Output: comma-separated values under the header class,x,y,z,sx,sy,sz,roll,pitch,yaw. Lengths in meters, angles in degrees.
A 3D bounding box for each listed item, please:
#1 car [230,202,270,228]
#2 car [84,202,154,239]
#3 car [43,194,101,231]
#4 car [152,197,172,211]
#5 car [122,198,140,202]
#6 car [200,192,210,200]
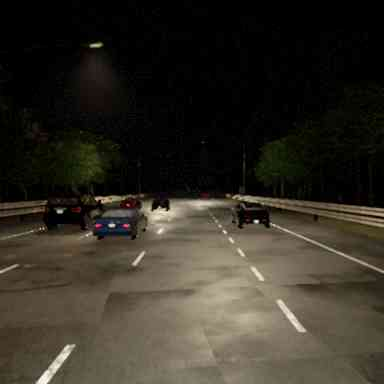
class,x,y,z,sx,sy,sz,roll,pitch,yaw
car,3.620,1.390,21.085,1.837,1.490,4.892,0,0,0
car,-3.384,1.457,16.582,2.033,1.411,5.357,0,0,0
car,-6.880,1.113,20.010,2.150,2.045,5.566,0,0,0
car,-3.366,1.311,36.858,1.837,1.490,4.892,0,0,0
car,-6.863,1.368,37.495,1.994,1.385,4.181,0,0,0
car,3.582,1.123,84.802,1.882,1.535,5.008,0,0,0
